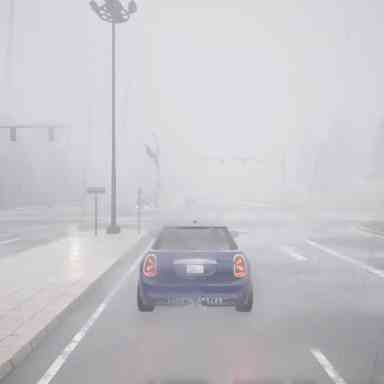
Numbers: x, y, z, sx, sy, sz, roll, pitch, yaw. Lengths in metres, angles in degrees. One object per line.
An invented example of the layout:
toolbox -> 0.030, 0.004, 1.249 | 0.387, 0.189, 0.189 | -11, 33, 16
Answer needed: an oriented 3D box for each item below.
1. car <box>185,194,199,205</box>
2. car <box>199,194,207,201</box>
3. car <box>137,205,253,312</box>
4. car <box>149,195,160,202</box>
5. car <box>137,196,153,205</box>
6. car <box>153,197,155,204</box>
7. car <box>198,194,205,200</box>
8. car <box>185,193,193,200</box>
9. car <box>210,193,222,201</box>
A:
car -> -0.176, 1.526, 54.699 | 1.812, 1.442, 4.674 | 0, 0, -1
car -> 2.828, 1.513, 85.262 | 1.812, 1.442, 4.674 | 0, 0, -1
car -> 0.069, 1.352, 7.880 | 2.097, 1.767, 4.553 | 0, 0, 0
car -> -8.535, 1.540, 76.687 | 2.033, 1.411, 5.357 | 0, 0, -1
car -> -8.299, 1.505, 57.040 | 1.837, 1.490, 4.892 | 0, 0, -1
car -> -8.389, 1.505, 66.249 | 1.837, 1.490, 4.892 | 0, 0, 0
car -> 2.660, 1.442, 95.586 | 1.882, 1.535, 5.008 | 0, 0, -1
car -> -0.840, 1.189, 95.559 | 2.150, 2.045, 5.566 | 0, 0, -1
car -> 6.333, 1.215, 84.992 | 2.150, 2.045, 5.566 | 0, 0, -1
